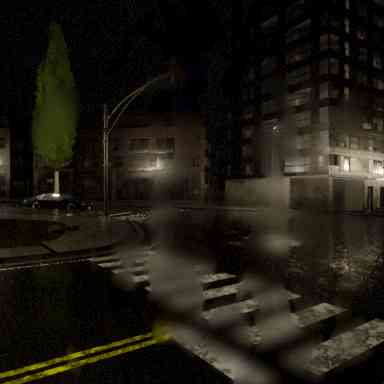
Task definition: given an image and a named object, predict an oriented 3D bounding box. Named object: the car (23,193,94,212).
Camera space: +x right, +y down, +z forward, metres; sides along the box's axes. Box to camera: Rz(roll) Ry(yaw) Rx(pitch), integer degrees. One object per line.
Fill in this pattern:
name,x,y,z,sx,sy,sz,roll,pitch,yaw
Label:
car,-10.548,0.787,26.294,5.357,1.411,2.033,1,0,11
